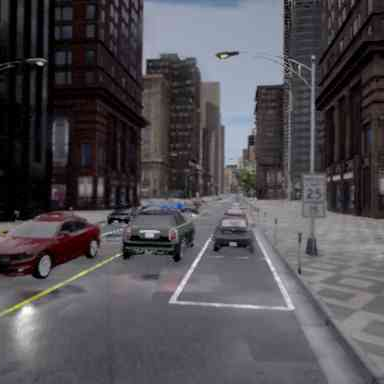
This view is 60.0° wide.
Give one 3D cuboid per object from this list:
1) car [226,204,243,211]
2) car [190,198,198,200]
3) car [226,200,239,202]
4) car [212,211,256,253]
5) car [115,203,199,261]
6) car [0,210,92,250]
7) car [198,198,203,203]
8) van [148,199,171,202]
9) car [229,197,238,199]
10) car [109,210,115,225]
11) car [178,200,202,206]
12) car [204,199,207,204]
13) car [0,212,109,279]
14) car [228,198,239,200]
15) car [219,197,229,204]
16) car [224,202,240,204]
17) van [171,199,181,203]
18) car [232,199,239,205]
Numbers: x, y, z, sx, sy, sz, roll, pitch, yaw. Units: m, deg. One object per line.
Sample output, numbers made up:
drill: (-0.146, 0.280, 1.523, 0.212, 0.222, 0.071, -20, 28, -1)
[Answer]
car: (3.248, 1.885, 25.422, 1.887, 1.381, 4.507, 1, -1, 8)
car: (-0.396, 2.274, 63.054, 1.802, 1.307, 4.206, 1, -1, 8)
car: (6.067, 2.157, 46.832, 1.887, 1.381, 4.507, 1, -1, 8)
car: (1.839, 1.761, 14.717, 2.008, 1.369, 4.403, 1, -1, 8)
car: (-1.139, 1.504, 13.246, 2.097, 1.767, 4.553, 1, -1, 8)
car: (-6.621, 1.644, 15.761, 1.887, 1.381, 4.507, 1, -1, 8)
car: (0.300, 2.072, 68.312, 2.192, 1.841, 5.009, 1, -1, 8)
van: (-3.851, 1.700, 36.781, 1.690, 1.788, 3.998, 1, -1, 8)
car: (11.002, 2.621, 84.306, 1.947, 1.339, 4.313, 1, 0, 8)
car: (-5.238, 1.792, 26.269, 1.947, 1.339, 4.313, 1, -1, 8)
car: (-0.255, 2.044, 43.075, 1.994, 1.385, 4.181, 1, -1, 8)
car: (1.019, 2.324, 87.083, 4.403, 1.369, 2.008, 0, 0, -2)
car: (-4.615, 1.555, 10.596, 1.882, 1.535, 5.008, 1, -1, 7)
car: (8.181, 2.381, 62.891, 1.947, 1.339, 4.313, 1, -1, 8)
car: (8.822, 2.648, 88.936, 1.895, 1.301, 4.718, 1, 0, 8)
car: (4.657, 2.058, 36.127, 1.802, 1.307, 4.206, 1, -1, 8)
van: (-2.468, 1.834, 47.291, 1.690, 1.788, 3.998, 1, -1, 8)
car: (11.964, 2.692, 91.608, 1.947, 1.339, 4.313, 1, 0, 8)
